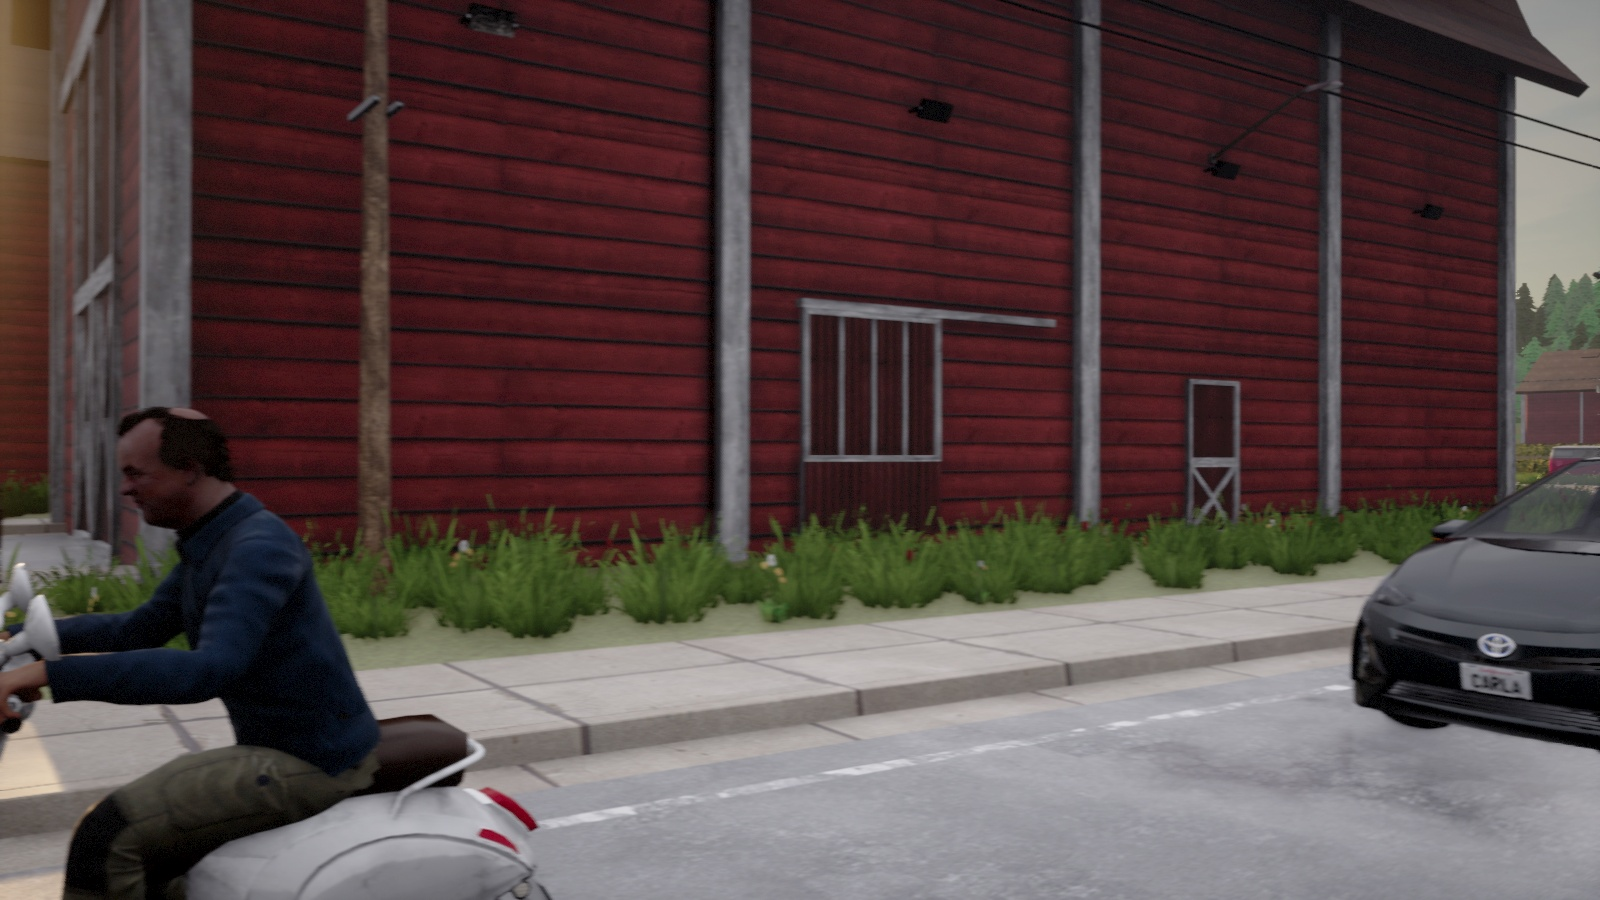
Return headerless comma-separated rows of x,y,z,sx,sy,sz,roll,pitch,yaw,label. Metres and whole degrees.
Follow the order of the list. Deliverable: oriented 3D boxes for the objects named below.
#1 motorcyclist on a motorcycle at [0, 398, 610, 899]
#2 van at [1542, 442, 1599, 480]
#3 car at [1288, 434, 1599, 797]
-1.420,0.707,2.645,1.817,1.590,0.866,0,0,-34,motorcyclist on a motorcycle
41.561,0.567,65.628,1.775,1.987,4.442,0,0,-41,van
4.967,0.698,6.944,4.514,1.525,2.007,0,0,-34,car
